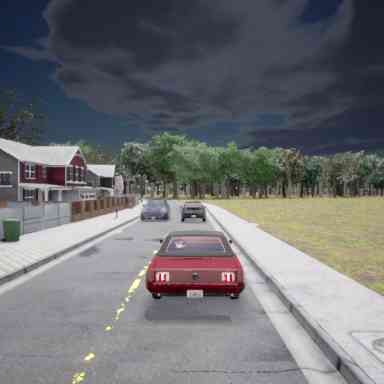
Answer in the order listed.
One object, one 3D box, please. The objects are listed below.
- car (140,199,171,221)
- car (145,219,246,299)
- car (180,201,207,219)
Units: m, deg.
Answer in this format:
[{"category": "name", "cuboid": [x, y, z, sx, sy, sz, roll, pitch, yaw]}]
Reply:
[{"category": "car", "cuboid": [-2.842, 1.347, 26.656, 2.097, 1.767, 4.553, 0, 0, 0]}, {"category": "car", "cuboid": [0.099, 1.600, 8.386, 1.895, 1.301, 4.718, 0, 0, 1]}, {"category": "car", "cuboid": [0.112, 1.500, 26.434, 1.837, 1.490, 4.892, 0, 0, 0]}]
